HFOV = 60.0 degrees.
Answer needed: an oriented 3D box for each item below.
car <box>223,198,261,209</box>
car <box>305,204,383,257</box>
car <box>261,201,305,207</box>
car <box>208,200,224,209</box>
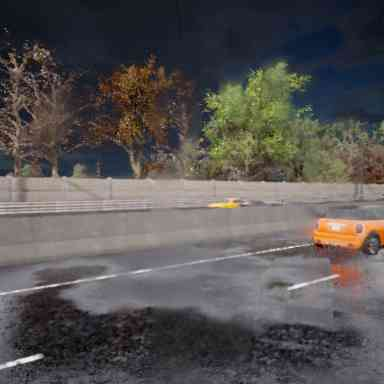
[{"bbox_3d":[5.223,1.447,29.221,4.181,1.385,1.994,0,0,-35],"label":"car"},{"bbox_3d":[6.784,1.276,12.892,4.553,1.767,2.097,0,0,-36],"label":"car"},{"bbox_3d":[7.960,1.443,26.876,4.181,1.385,1.994,0,0,-35],"label":"car"},{"bbox_3d":[3.771,1.357,32.486,5.008,1.535,1.882,0,0,-35],"label":"car"}]
